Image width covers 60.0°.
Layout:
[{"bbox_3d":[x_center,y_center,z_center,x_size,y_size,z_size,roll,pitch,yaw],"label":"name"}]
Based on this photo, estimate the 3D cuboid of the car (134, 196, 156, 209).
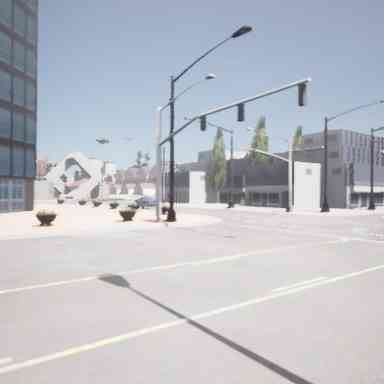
[{"bbox_3d":[-5.931,1.328,43.908,1.882,1.535,5.008,1,0,-35],"label":"car"}]
